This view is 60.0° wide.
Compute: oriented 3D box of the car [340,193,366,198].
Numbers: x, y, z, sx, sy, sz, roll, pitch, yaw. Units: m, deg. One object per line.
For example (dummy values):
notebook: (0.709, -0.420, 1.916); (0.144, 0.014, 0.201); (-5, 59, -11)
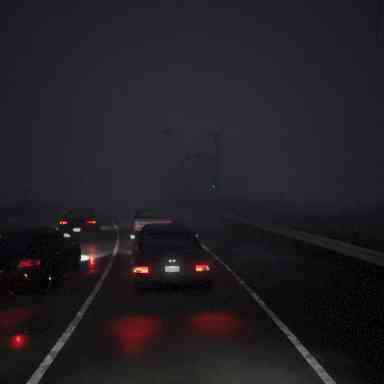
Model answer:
car: (35.680, 1.225, 72.887); (5.566, 2.045, 2.150); (0, 0, -30)

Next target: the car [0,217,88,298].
car: (-4.210, 1.564, 8.532); (1.994, 1.385, 4.181); (0, 0, -6)

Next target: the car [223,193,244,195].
car: (7.074, 1.221, 61.066); (5.566, 2.045, 2.150); (0, 0, -19)

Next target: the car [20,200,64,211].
car: (-18.175, 1.605, 40.608); (4.718, 1.301, 1.895); (0, 0, -20)

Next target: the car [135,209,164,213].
car: (-2.375, 1.601, 18.476); (1.895, 1.301, 4.718); (0, 0, -12)

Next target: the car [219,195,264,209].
car: (6.099, 1.492, 41.918); (4.902, 1.511, 2.128); (0, 0, -20)

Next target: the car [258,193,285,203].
car: (17.260, 1.225, 72.090); (5.566, 2.045, 2.150); (0, 0, -20)

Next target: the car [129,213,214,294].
car: (-0.695, 1.547, 8.975); (2.033, 1.411, 5.357); (0, 0, -7)

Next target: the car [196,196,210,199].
car: (2.253, 1.552, 70.401); (4.181, 1.385, 1.994); (0, 0, -20)

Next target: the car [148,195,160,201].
car: (-6.925, 1.352, 67.156); (4.553, 1.767, 2.097); (0, 0, -20)

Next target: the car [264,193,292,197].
car: (16.835, 1.221, 64.545); (5.566, 2.045, 2.150); (0, 0, -19)

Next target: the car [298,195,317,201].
car: (28.100, 1.552, 80.599); (4.181, 1.385, 1.994); (0, 0, -26)

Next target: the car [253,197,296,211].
car: (10.107, 1.601, 39.642); (4.718, 1.301, 1.895); (0, 0, -20)

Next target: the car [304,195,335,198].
car: (26.141, 1.478, 67.956); (5.008, 1.535, 1.882); (0, 0, -22)

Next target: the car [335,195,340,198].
car: (35.181, 1.525, 80.927); (4.902, 1.511, 2.128); (0, 0, -34)

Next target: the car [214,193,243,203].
car: (7.509, 1.221, 68.584); (5.566, 2.045, 2.150); (0, 0, -20)

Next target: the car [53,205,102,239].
car: (-5.689, 1.526, 17.142); (1.812, 1.442, 4.674); (0, 0, -13)

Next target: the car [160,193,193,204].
car: (-2.686, 1.352, 57.563); (4.553, 1.767, 2.097); (0, 0, -20)

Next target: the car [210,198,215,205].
car: (5.572, 1.601, 49.169); (4.718, 1.301, 1.895); (0, 0, -20)

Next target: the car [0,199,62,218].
car: (-15.076, 1.555, 30.564); (5.357, 1.411, 2.033); (0, 0, -20)

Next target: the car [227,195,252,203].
car: (10.463, 1.525, 73.360); (4.902, 1.511, 2.128); (0, 0, -20)
